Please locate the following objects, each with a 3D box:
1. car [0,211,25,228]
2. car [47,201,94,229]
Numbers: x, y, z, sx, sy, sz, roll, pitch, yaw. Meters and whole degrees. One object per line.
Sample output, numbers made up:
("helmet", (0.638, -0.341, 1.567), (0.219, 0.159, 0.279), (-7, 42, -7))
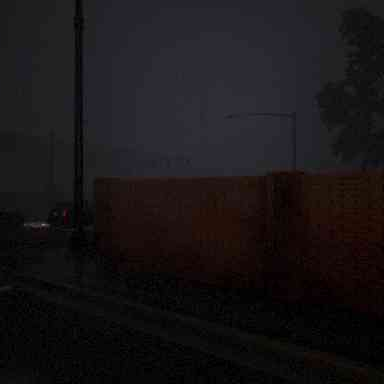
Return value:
("car", (-12.478, 1.516, 19.823), (1.812, 1.442, 4.674), (0, 0, 37))
("car", (-6.867, 1.341, 21.561), (2.097, 1.767, 4.553), (0, 0, 37))
